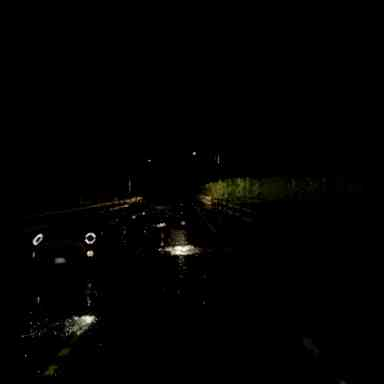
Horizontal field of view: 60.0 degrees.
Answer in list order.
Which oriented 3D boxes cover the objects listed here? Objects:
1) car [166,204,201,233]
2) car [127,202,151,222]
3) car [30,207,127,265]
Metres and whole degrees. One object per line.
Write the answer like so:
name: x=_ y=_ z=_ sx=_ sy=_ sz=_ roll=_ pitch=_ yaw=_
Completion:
car: x=-0.529 y=1.440 z=19.552 sx=1.882 sy=1.535 sz=5.008 roll=-1 pitch=0 yaw=-2
car: x=-4.319 y=1.553 z=26.628 sx=1.812 sy=1.442 sz=4.674 roll=-1 pitch=0 yaw=-2
car: x=-3.894 y=1.405 z=11.930 sx=2.097 sy=1.767 sz=4.553 roll=-1 pitch=0 yaw=-1
